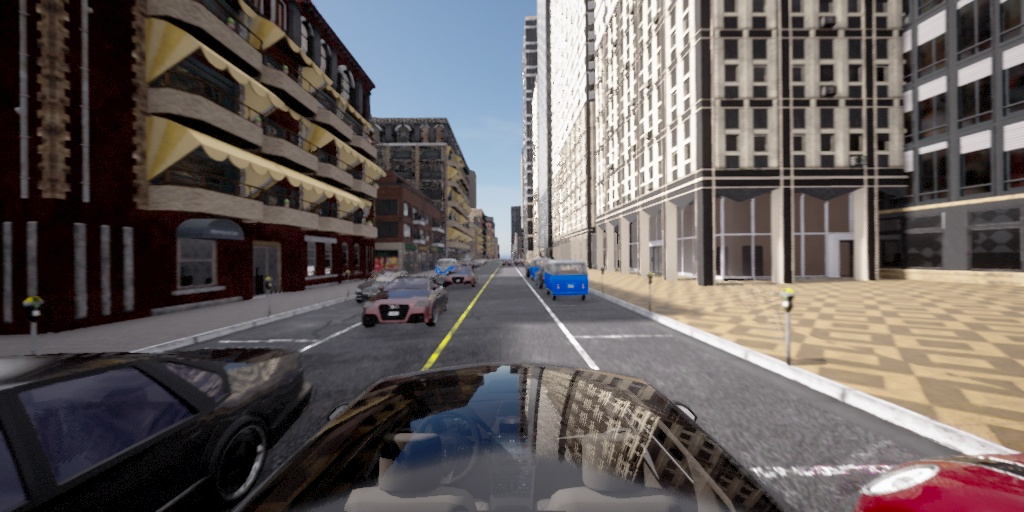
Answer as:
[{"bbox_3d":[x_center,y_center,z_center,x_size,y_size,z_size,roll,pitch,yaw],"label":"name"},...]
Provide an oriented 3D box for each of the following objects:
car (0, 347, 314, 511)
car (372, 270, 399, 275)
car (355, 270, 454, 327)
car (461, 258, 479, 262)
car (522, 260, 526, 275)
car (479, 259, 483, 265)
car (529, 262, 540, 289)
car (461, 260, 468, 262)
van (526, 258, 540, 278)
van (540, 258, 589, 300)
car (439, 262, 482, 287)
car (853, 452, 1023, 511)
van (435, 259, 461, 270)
[{"bbox_3d":[-3.071,1.329,1.597,2.033,1.411,5.357,-1,0,-1],"label":"car"},{"bbox_3d":[-5.890,1.364,17.026,2.007,1.370,4.403,0,0,-1],"label":"car"},{"bbox_3d":[-3.233,1.349,11.582,1.994,1.385,4.181,-1,0,-2],"label":"car"},{"bbox_3d":[-6.408,1.151,50.913,2.192,1.841,5.009,0,0,-1],"label":"car"},{"bbox_3d":[2.230,1.303,34.097,1.948,1.339,4.313,0,0,-1],"label":"car"},{"bbox_3d":[-6.580,1.413,62.209,1.948,1.339,4.313,0,0,-1],"label":"car"},{"bbox_3d":[2.403,1.281,22.801,2.007,1.370,4.403,0,0,-1],"label":"car"},{"bbox_3d":[-6.235,1.409,39.617,1.802,1.307,4.207,0,0,-1],"label":"car"},{"bbox_3d":[2.317,1.074,28.449,1.690,1.789,3.998,0,0,-1],"label":"van"},{"bbox_3d":[2.489,1.068,17.153,1.690,1.789,3.998,0,0,-1],"label":"van"},{"bbox_3d":[-3.396,1.354,24.622,1.994,1.385,4.181,-1,0,0],"label":"car"},{"bbox_3d":[2.748,1.162,0.209,1.967,1.591,4.097,0,0,-1],"label":"car"},{"bbox_3d":[-6.149,1.164,33.969,1.690,1.789,3.998,0,0,-1],"label":"van"}]
